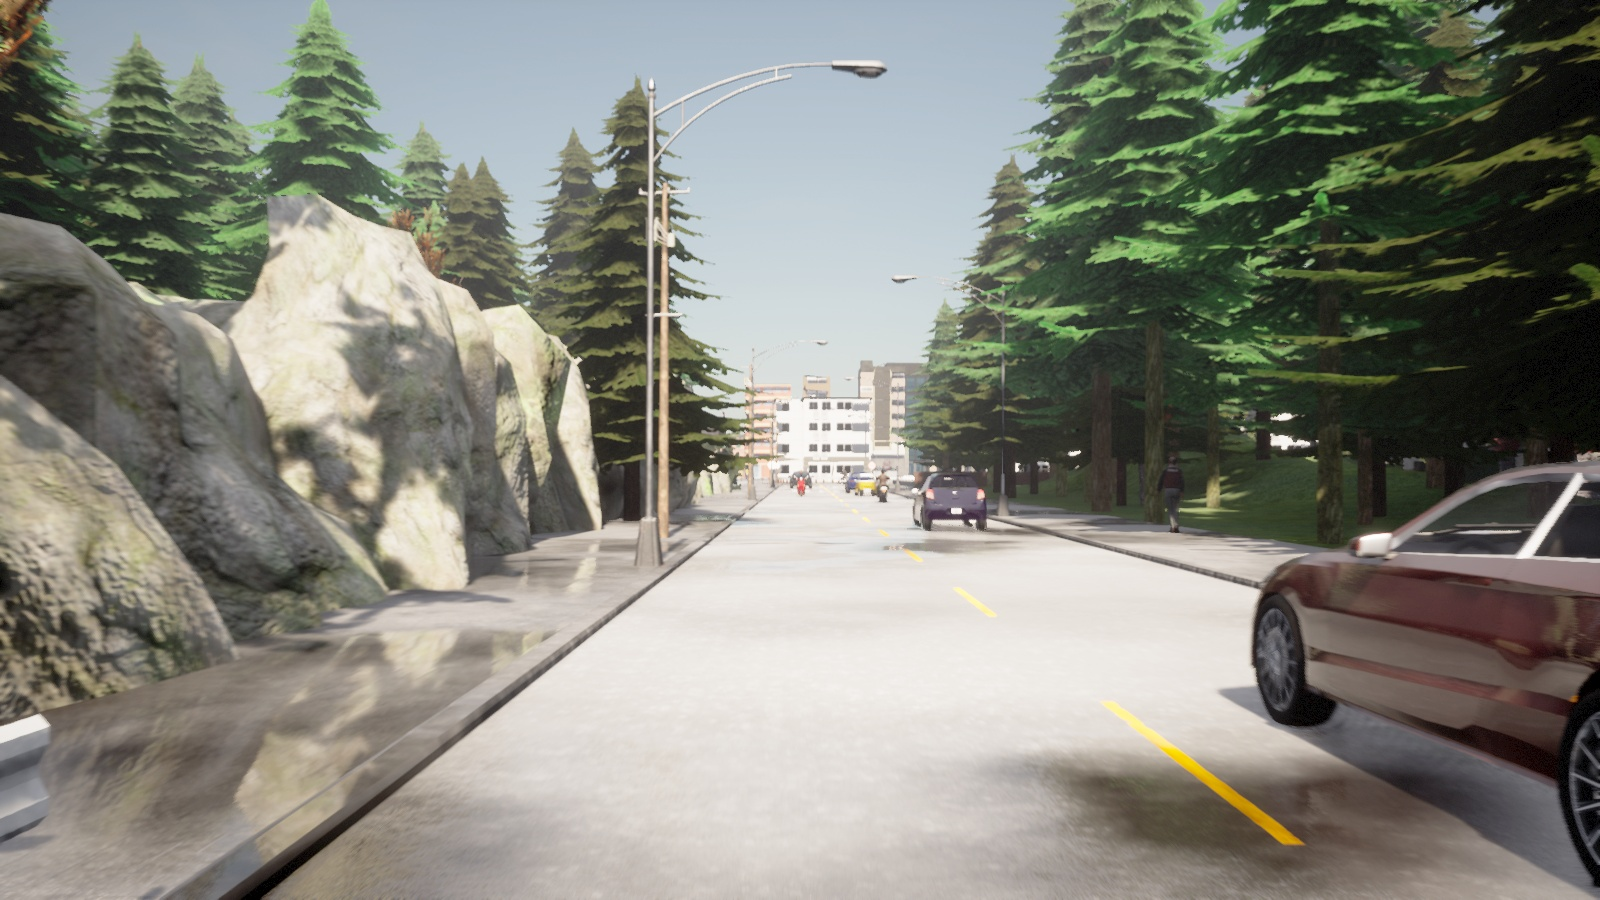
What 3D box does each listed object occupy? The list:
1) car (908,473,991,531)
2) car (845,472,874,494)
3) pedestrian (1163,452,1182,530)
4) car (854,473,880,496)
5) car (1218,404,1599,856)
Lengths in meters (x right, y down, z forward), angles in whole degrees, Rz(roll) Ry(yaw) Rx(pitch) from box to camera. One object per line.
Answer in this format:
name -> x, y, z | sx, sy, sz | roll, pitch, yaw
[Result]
car -> 4.033, 1.375, 34.337 | 1.845, 1.501, 3.633 | 0, -1, 0
car -> 4.114, 2.249, 87.011 | 1.812, 1.442, 4.674 | 0, -1, 0
pedestrian -> 8.974, 0.984, 30.264 | 0.376, 1.854, 0.720 | 0, -1, 13
car -> 4.098, 2.120, 77.338 | 1.481, 1.376, 2.207 | 0, -1, 0
car -> 3.991, 0.679, 6.230 | 2.152, 1.651, 5.027 | 0, -1, 0
